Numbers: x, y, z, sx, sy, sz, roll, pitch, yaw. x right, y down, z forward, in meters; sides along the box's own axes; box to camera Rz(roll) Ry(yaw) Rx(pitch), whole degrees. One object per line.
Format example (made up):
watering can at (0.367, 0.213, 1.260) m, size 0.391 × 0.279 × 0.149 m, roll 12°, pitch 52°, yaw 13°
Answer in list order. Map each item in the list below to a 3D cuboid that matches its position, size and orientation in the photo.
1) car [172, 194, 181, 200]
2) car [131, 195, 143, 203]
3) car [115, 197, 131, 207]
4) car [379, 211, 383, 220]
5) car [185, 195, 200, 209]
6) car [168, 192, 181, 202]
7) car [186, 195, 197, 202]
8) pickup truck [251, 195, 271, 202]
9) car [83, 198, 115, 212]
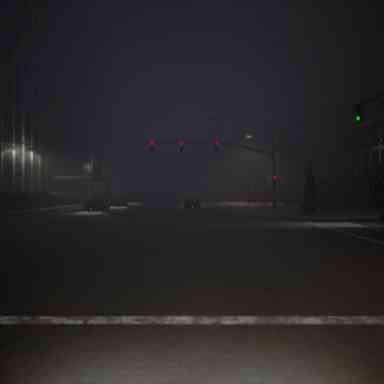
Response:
car at (-3.557, 1.132, 76.466) m, size 1.895 × 1.301 × 4.718 m, roll 0°, pitch 0°, yaw 0°
car at (-10.576, 1.253, 63.596) m, size 2.128 × 1.511 × 4.902 m, roll 0°, pitch 0°, yaw 0°
car at (-10.618, 1.383, 48.212) m, size 1.994 × 1.385 × 4.181 m, roll 0°, pitch 0°, yaw 0°
car at (15.133, 1.518, 21.973) m, size 4.718 × 1.301 × 1.895 m, roll 0°, pitch 0°, yaw 1°
car at (0.069, 1.443, 41.770) m, size 1.895 × 1.301 × 4.718 m, roll 0°, pitch 0°, yaw 0°
car at (-3.549, 0.974, 65.773) m, size 2.150 × 2.045 × 5.566 m, roll 0°, pitch 0°, yaw 0°
car at (-0.044, 1.296, 66.908) m, size 2.033 × 1.411 × 5.357 m, roll 0°, pitch 0°, yaw 0°
pickup truck at (13.075, 0.826, 61.894) m, size 2.390 × 2.098 × 6.274 m, roll 0°, pitch 0°, yaw 30°
car at (-10.615, 1.406, 37.604) m, size 2.033 × 1.411 × 5.357 m, roll 0°, pitch 0°, yaw 0°
